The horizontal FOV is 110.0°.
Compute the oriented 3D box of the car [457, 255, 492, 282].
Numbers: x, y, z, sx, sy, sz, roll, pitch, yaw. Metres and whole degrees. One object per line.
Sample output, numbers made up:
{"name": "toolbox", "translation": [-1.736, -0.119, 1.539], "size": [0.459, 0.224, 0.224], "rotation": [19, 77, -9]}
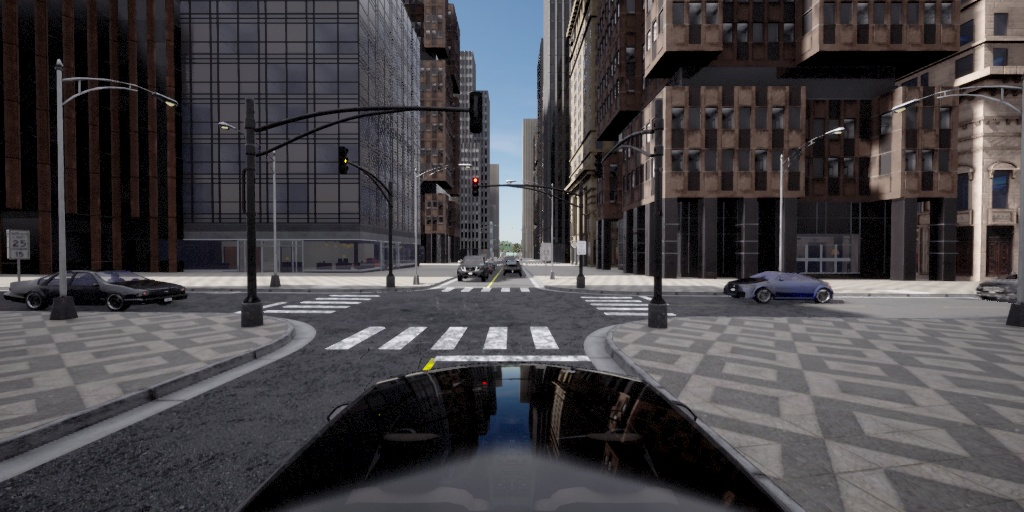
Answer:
{"name": "car", "translation": [-3.112, 0.957, 29.570], "size": [2.150, 2.045, 5.566], "rotation": [0, 0, 0]}

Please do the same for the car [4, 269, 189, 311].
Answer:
{"name": "car", "translation": [-15.372, 1.204, 13.377], "size": [5.357, 1.411, 2.033], "rotation": [1, 1, 2]}

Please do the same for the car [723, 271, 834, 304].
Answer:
{"name": "car", "translation": [12.227, 1.389, 16.604], "size": [4.181, 1.385, 1.994], "rotation": [0, 1, 0]}

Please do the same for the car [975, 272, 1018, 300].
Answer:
{"name": "car", "translation": [24.688, 1.420, 16.631], "size": [4.892, 1.490, 1.837], "rotation": [0, 1, 0]}

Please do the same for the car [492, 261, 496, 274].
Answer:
{"name": "car", "translation": [-3.109, 1.291, 39.596], "size": [1.994, 1.385, 4.181], "rotation": [0, 0, 0]}

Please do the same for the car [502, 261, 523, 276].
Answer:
{"name": "car", "translation": [0.057, 1.234, 37.522], "size": [1.837, 1.490, 4.892], "rotation": [0, 0, 0]}
